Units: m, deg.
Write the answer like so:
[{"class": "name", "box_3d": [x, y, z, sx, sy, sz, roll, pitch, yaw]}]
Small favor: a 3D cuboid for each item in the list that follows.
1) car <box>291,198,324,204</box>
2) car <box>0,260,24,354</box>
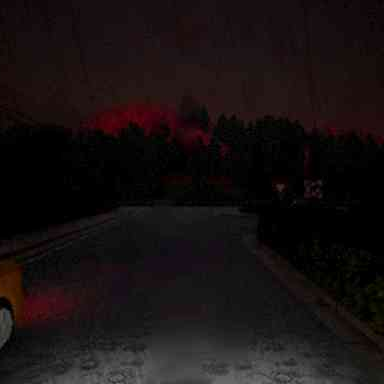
[{"class": "car", "box_3d": [15.466, 1.448, 43.974, 4.674, 1.442, 1.812, 0, 0, 1]}, {"class": "car", "box_3d": [-3.570, 1.472, 3.146, 1.882, 1.535, 5.008, 0, 0, 0]}]
